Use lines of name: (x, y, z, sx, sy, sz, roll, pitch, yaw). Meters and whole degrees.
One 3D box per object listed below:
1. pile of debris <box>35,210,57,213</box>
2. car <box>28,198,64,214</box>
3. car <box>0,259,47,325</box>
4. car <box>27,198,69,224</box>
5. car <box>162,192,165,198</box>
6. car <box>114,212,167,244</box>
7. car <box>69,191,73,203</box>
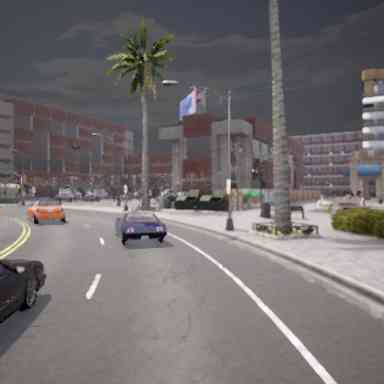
pile of debris: (-15.864, 2.133, 36.169, 1.860, 0.140, 1.500, 0, 0, 42)
car: (-15.819, 1.436, 35.905, 5.008, 1.535, 1.882, 0, 0, 45)
car: (-3.770, 1.545, 4.613, 2.033, 1.411, 5.357, 0, 0, -6)
car: (-11.049, 1.323, 25.056, 2.097, 1.767, 4.553, 0, 0, -33)
car: (-4.866, 1.301, 65.644, 4.674, 1.452, 2.002, 0, 0, 29)
car: (-2.591, 1.574, 15.738, 1.895, 1.301, 4.718, 0, 0, -18)
car: (-25.063, 1.175, 63.858, 4.553, 1.767, 2.185, 0, 0, 29)
